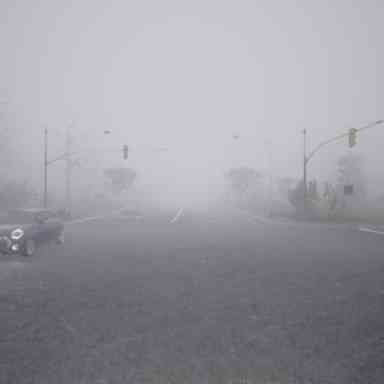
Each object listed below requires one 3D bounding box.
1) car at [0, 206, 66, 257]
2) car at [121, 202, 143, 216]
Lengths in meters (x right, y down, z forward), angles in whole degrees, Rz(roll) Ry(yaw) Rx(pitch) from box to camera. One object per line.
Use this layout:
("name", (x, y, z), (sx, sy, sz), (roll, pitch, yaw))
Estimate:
("car", (-6.947, 1.500, 13.621), (2.097, 1.767, 4.553), (0, -1, 0))
("car", (-6.860, 1.922, 38.343), (1.812, 1.442, 4.674), (0, 0, 0))
